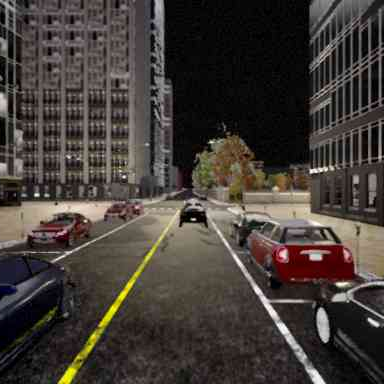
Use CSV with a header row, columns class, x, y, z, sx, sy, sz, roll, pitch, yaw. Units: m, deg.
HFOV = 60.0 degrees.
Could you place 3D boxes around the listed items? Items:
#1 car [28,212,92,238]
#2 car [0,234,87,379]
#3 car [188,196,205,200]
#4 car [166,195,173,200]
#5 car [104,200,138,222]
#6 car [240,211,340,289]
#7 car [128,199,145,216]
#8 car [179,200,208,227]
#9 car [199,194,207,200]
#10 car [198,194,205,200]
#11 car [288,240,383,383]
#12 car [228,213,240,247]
class,x,y,z,sx,sy,sz,roll,pitch,yaw
car,-5.697,1.574,14.849,1.802,1.307,4.206,0,0,0
car,-3.103,1.562,4.404,1.994,1.385,4.181,0,0,0
car,0.123,1.497,38.921,2.033,1.411,5.357,0,0,1
car,-5.871,1.397,86.452,1.947,1.339,4.313,0,0,0
car,-5.701,1.559,26.237,1.802,1.307,4.206,0,0,0
car,2.687,1.436,9.157,1.967,1.590,4.097,0,0,0
car,-5.703,1.406,31.929,1.967,1.590,4.097,0,0,0
car,0.089,1.509,22.568,1.812,1.442,4.674,0,0,0
car,2.718,1.411,80.957,1.947,1.339,4.313,0,0,0
car,2.652,1.361,92.072,1.887,1.381,4.507,0,0,0
car,2.689,1.549,3.465,2.008,1.369,4.403,0,0,0
car,2.684,1.543,14.851,2.008,1.369,4.403,0,0,0
